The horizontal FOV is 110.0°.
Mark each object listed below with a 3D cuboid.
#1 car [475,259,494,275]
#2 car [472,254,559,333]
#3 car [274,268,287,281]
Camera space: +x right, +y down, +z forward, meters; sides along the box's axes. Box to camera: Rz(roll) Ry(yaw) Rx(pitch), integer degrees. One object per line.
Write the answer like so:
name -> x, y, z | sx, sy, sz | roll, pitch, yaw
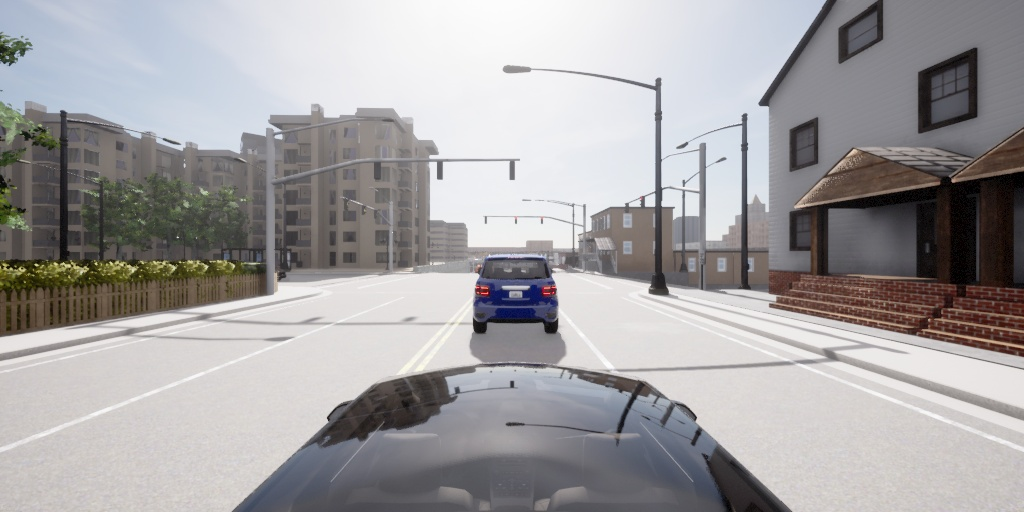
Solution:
car -> -3.562, 1.505, 46.886 | 2.097, 1.767, 4.553 | 1, -5, 0
car -> 0.100, 0.971, 10.866 | 2.150, 2.045, 5.566 | 0, 0, 0
car -> -20.347, 1.254, 28.067 | 4.892, 1.490, 1.837 | 0, 0, 1
